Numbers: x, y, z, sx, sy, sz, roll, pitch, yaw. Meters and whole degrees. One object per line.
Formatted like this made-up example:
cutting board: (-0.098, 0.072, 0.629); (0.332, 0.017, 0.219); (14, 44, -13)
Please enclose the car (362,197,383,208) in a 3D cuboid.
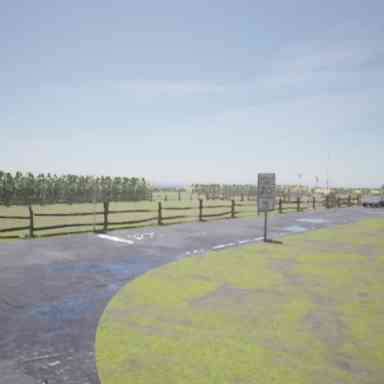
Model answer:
car: (24.166, 1.329, 43.910); (2.033, 1.411, 5.357); (2, 2, 44)
